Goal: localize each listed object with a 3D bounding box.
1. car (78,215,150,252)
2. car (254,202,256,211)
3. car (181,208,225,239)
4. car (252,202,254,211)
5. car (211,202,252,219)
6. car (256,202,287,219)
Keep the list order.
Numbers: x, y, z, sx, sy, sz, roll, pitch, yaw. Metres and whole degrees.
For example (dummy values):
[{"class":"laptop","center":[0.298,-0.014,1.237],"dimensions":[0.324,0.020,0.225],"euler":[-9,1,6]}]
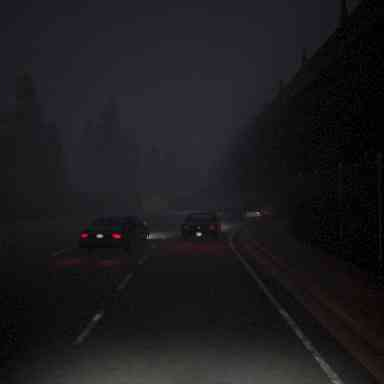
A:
[{"class":"car","center":[-3.239,1.709,14.775],"dimensions":[2.033,1.411,5.357],"euler":[0,-1,4]},{"class":"car","center":[10.869,2.048,44.327],"dimensions":[4.181,1.385,1.994],"euler":[0,-1,-29]},{"class":"car","center":[0.650,1.803,18.548],"dimensions":[1.895,1.301,4.718],"euler":[0,-1,8]},{"class":"car","center":[8.065,2.111,46.820],"dimensions":[4.718,1.301,1.895],"euler":[0,-1,-31]},{"class":"car","center":[3.713,1.857,33.530],"dimensions":[2.128,1.511,4.902],"euler":[-1,-1,38]},{"class":"car","center":[9.034,1.852,34.262],"dimensions":[5.008,1.535,1.882],"euler":[1,-1,-45]}]
